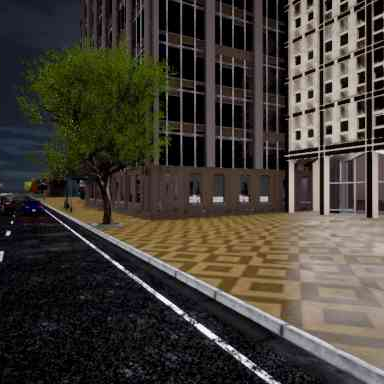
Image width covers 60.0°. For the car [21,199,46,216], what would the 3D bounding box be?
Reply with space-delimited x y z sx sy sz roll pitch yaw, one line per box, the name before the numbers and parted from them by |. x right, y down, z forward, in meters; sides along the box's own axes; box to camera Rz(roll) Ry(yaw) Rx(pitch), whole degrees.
car | -15.568 1.529 32.658 1.812 1.442 4.674 0 0 -27

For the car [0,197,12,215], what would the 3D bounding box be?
car | -19.307 1.495 32.941 2.128 1.511 4.902 0 0 -27

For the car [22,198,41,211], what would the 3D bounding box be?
car | -20.098 1.551 41.480 2.033 1.411 5.357 0 0 -27

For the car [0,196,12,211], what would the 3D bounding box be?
car | -23.924 1.355 41.923 2.097 1.767 4.553 0 0 -27
